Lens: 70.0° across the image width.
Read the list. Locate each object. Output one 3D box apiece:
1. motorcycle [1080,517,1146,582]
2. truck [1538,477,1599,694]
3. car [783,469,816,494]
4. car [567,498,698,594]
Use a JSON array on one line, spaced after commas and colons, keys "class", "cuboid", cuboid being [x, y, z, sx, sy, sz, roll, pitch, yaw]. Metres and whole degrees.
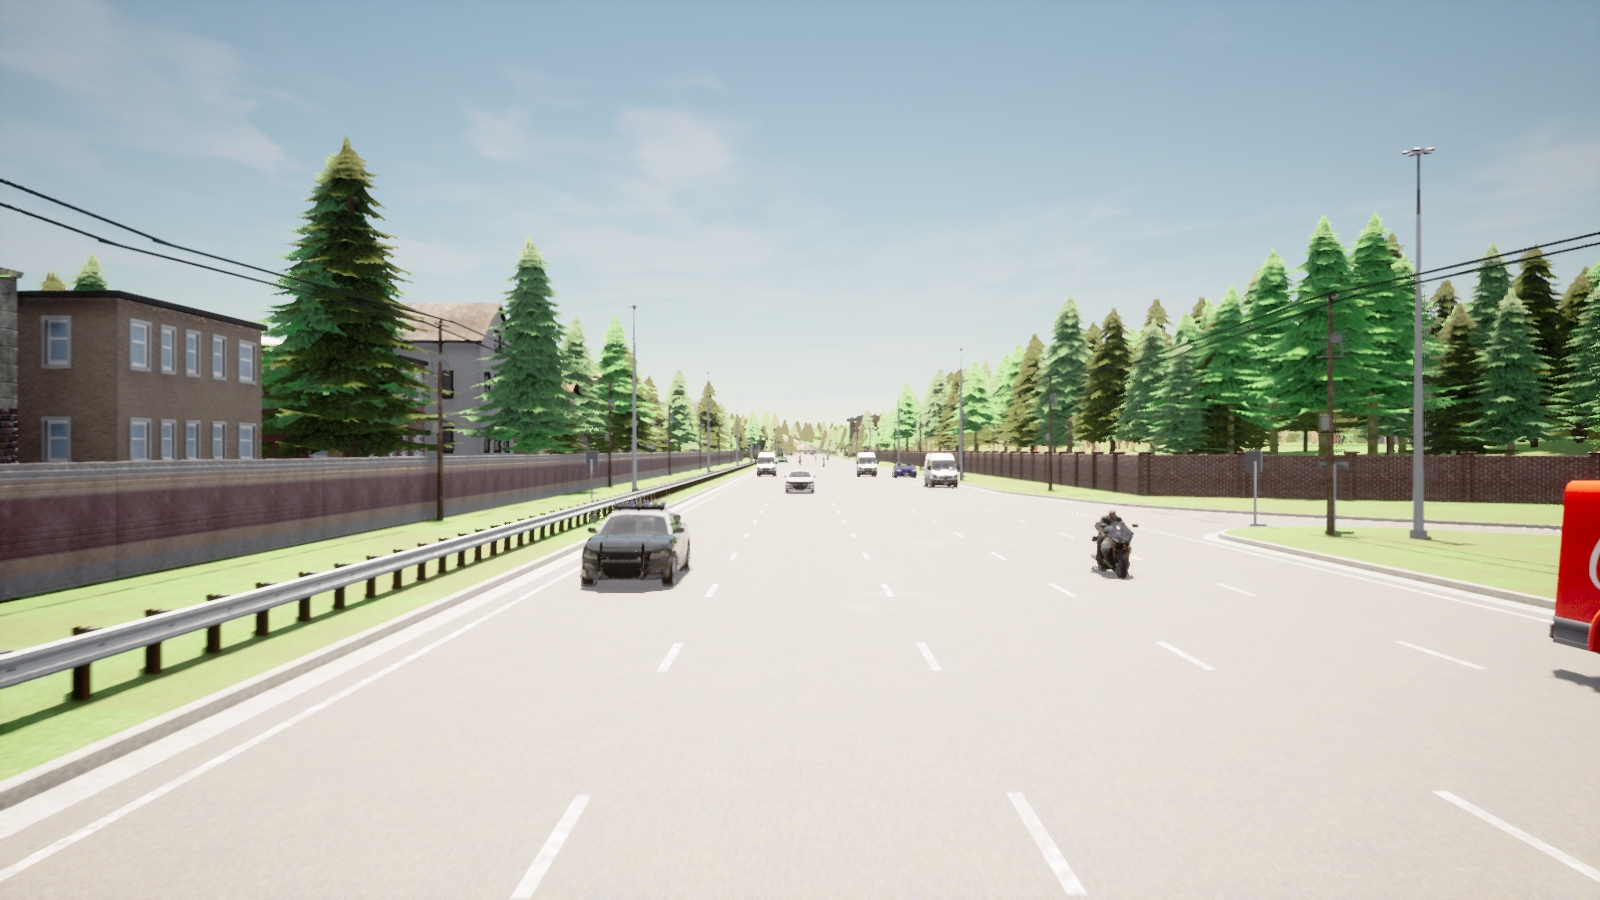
[{"class": "motorcycle", "cuboid": [6.998, 2.205, 25.645, 0.867, 1.251, 2.209, 0, 0, 0]}, {"class": "truck", "cuboid": [10.499, 1.568, 11.621, 2.627, 2.467, 5.204, 0, 0, 0]}, {"class": "car", "cuboid": [-0.005, 2.034, 74.815, 2.097, 1.535, 5.006, 0, 0, 0]}, {"class": "car", "cuboid": [-3.501, 1.982, 24.916, 2.097, 1.638, 5.238, 0, 0, 0]}]
